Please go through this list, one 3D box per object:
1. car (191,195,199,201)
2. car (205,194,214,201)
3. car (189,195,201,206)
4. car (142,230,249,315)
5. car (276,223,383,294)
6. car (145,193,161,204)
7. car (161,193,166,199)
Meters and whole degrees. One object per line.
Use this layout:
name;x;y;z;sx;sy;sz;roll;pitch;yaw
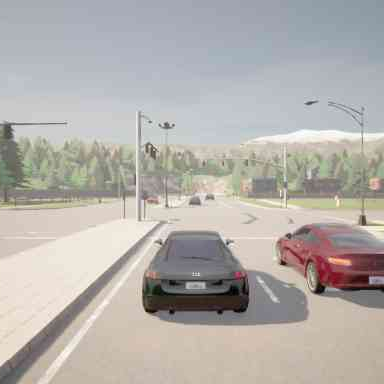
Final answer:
car;0.836;1.428;82.129;1.895;1.301;4.718;0;0;1
car;4.335;1.188;82.024;2.097;1.767;4.553;0;0;1
car;0.491;1.563;56.673;1.994;1.385;4.181;0;0;1
car;0.056;1.564;7.669;1.994;1.385;4.181;0;0;0
car;3.554;1.526;8.673;1.812;1.442;4.674;0;0;0
car;-7.501;1.351;61.692;2.097;1.767;4.553;0;0;1
car;-7.234;0.970;77.009;2.097;1.767;4.553;0;0;1
